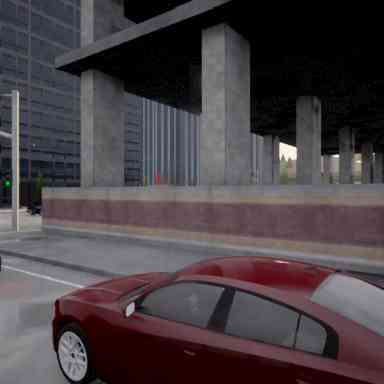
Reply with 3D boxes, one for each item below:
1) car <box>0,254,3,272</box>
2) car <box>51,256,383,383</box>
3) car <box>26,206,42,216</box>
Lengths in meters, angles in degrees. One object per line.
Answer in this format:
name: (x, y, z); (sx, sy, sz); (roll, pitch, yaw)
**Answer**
car: (-6.887, 1.564, 8.850); (4.181, 1.385, 1.994); (0, 0, 36)
car: (0.460, 1.478, 3.662); (5.008, 1.535, 1.882); (0, 0, 35)
car: (-14.083, 1.656, 33.517); (1.895, 1.301, 4.718); (0, 0, 36)
